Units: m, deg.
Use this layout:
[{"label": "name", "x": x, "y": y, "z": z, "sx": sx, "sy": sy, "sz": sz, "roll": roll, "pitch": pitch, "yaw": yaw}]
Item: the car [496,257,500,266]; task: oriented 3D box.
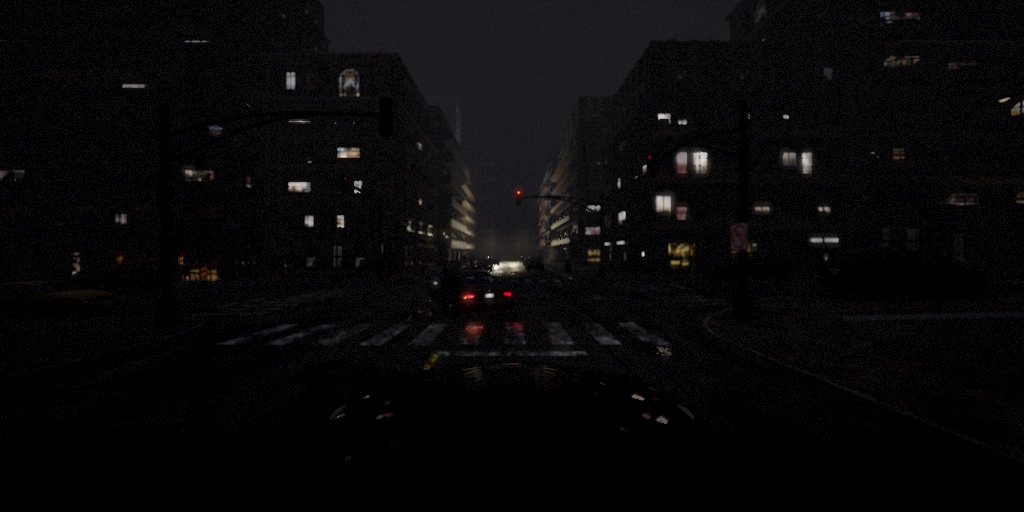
[{"label": "car", "x": -3.040, "y": 0.848, "z": 58.699, "sx": 2.128, "sy": 1.511, "sz": 4.902, "roll": 0, "pitch": 0, "yaw": 1}]

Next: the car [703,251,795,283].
[{"label": "car", "x": 14.580, "y": 0.611, "z": 22.114, "sx": 5.009, "sy": 1.841, "sz": 2.192, "roll": 0, "pitch": 0, "yaw": 0}]

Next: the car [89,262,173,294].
[{"label": "car", "x": -23.594, "y": 1.318, "z": 21.763, "sx": 5.009, "sy": 1.841, "sz": 2.192, "roll": 0, "pitch": 0, "yaw": 0}]

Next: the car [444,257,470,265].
[{"label": "car", "x": -5.682, "y": 1.076, "z": 35.785, "sx": 1.948, "sy": 1.339, "sz": 4.313, "roll": 0, "pitch": 0, "yaw": 0}]

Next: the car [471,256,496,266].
[{"label": "car", "x": -3.087, "y": 1.010, "z": 39.641, "sx": 1.812, "sy": 1.442, "sz": 4.674, "roll": 0, "pitch": 0, "yaw": 0}]

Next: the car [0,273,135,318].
[{"label": "car", "x": -17.627, "y": 1.501, "z": 13.465, "sx": 4.829, "sy": 1.417, "sz": 1.751, "roll": 0, "pitch": 0, "yaw": 0}]

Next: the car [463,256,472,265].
[{"label": "car", "x": -5.681, "y": 0.997, "z": 41.298, "sx": 1.751, "sy": 1.417, "sz": 4.829, "roll": 0, "pitch": 0, "yaw": 0}]

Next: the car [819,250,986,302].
[{"label": "car", "x": 14.713, "y": 0.688, "z": 13.735, "sx": 5.009, "sy": 1.841, "sz": 2.192, "roll": 0, "pitch": 0, "yaw": 0}]

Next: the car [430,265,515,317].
[{"label": "car", "x": -1.634, "y": 1.229, "z": 12.986, "sx": 2.033, "sy": 1.411, "sz": 5.357, "roll": -1, "pitch": 0, "yaw": -22}]

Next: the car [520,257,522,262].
[{"label": "car", "x": 2.704, "y": 0.939, "z": 58.515, "sx": 1.802, "sy": 1.307, "sz": 4.207, "roll": 0, "pitch": 0, "yaw": 0}]

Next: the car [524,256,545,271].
[{"label": "car", "x": 2.699, "y": 0.911, "z": 41.468, "sx": 1.967, "sy": 1.591, "sz": 4.097, "roll": 0, "pitch": 0, "yaw": 0}]

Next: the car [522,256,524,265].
[{"label": "car", "x": 2.701, "y": 0.873, "z": 47.150, "sx": 1.967, "sy": 1.591, "sz": 4.097, "roll": 0, "pitch": 0, "yaw": 0}]
